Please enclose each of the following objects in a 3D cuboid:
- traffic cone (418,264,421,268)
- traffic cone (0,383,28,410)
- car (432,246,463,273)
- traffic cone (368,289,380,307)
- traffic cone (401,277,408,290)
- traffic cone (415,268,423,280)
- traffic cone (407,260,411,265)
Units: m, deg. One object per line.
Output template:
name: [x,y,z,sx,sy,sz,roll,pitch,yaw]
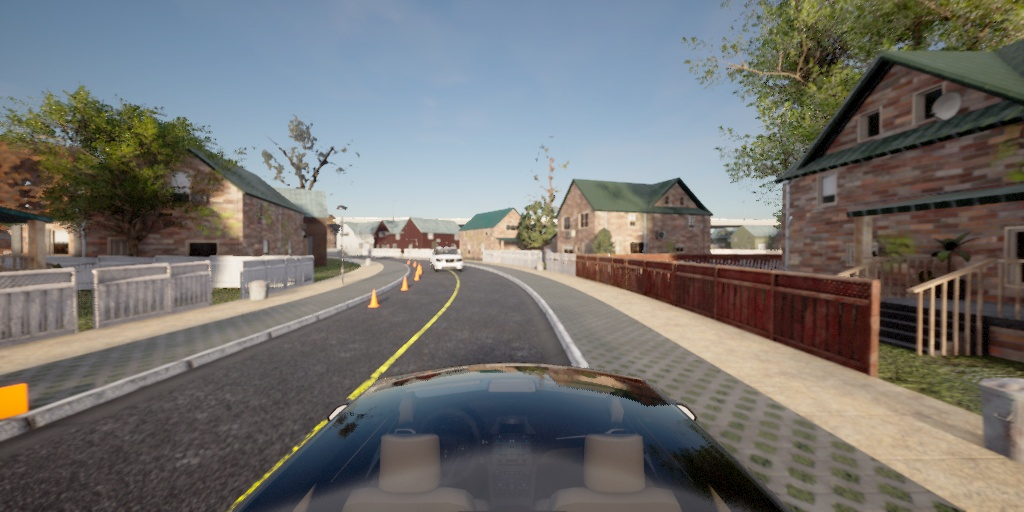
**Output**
traffic cone: [-6.799,1.045,26.644,0.340,0.580,0.340,0,0,-14]
traffic cone: [-5.597,1.327,3.932,0.340,0.580,0.340,0,0,28]
car: [-5.401,0.239,29.491,2.150,2.045,5.566,0,2,-16]
traffic cone: [-4.726,1.431,12.302,0.340,0.580,0.340,0,0,-3]
traffic cone: [-5.107,1.302,17.124,0.340,0.580,0.340,0,0,-6]
traffic cone: [-5.800,1.173,21.912,0.340,0.580,0.340,0,0,-10]
traffic cone: [-11.608,0.670,40.315,0.340,0.580,0.340,0,0,-25]
